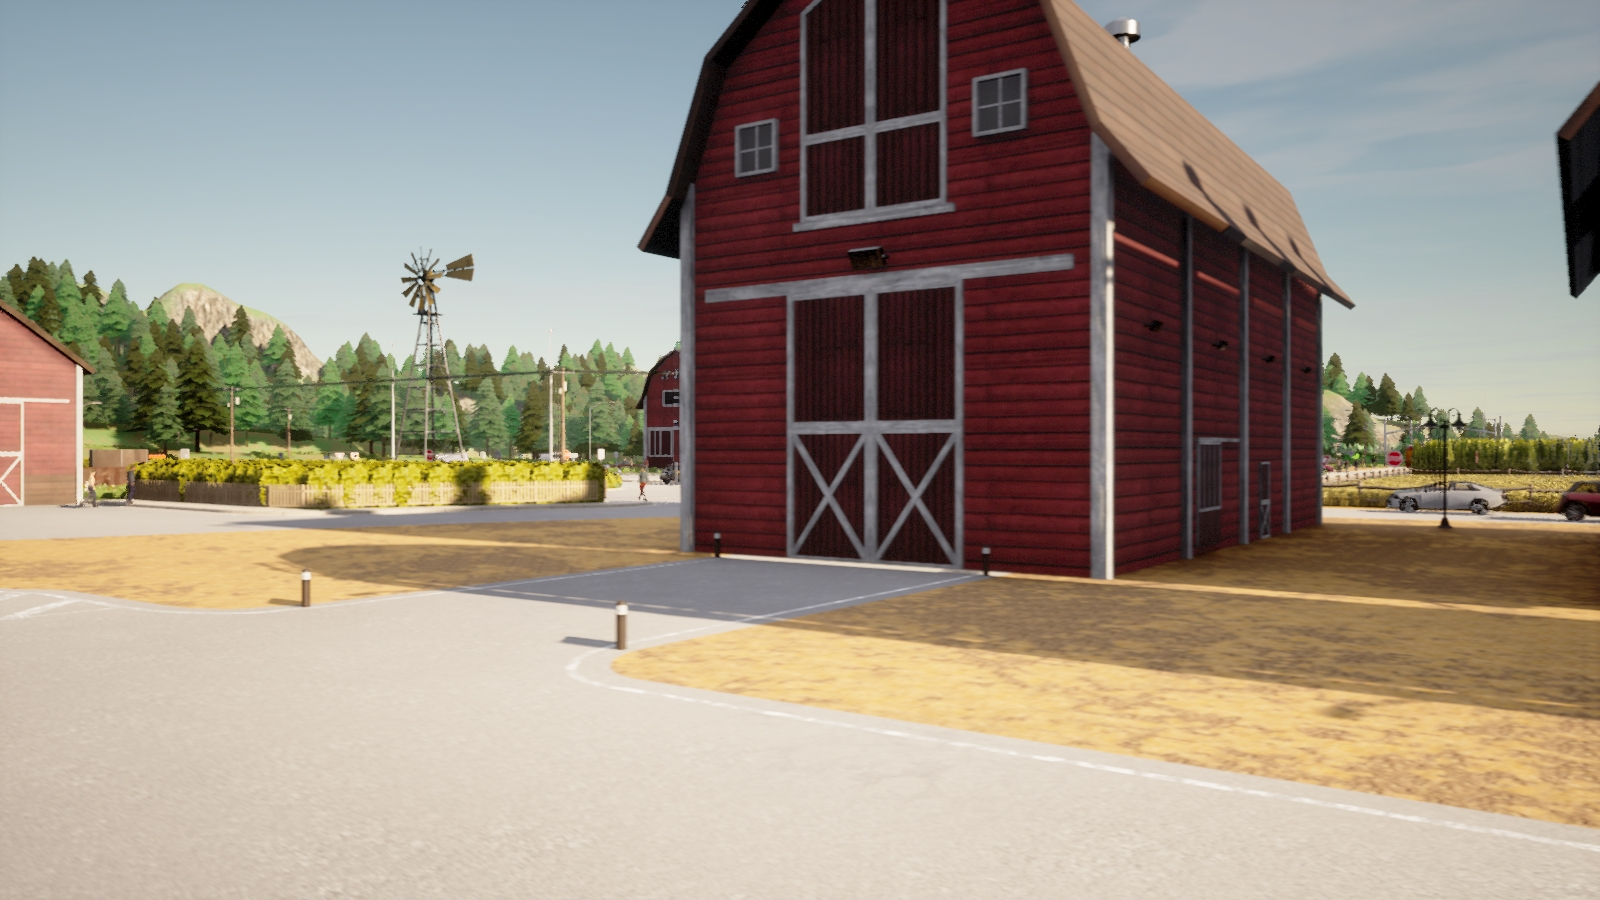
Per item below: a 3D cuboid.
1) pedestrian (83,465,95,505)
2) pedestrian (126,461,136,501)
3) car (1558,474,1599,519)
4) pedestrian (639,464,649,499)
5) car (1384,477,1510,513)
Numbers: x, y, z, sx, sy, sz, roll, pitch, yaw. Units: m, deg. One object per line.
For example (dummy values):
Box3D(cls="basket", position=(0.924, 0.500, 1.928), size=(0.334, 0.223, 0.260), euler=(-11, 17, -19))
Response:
Box3D(cls="pedestrian", position=(-32.969, 1.617, 52.996), size=(0.375, 1.860, 0.375), euler=(0, 0, 40))
Box3D(cls="pedestrian", position=(-31.707, 1.466, 54.146), size=(0.375, 1.860, 0.375), euler=(0, 0, -22))
Box3D(cls="car", position=(33.541, 1.905, 46.465), size=(4.553, 1.767, 2.097), euler=(0, 0, 34))
Box3D(cls="pedestrian", position=(-8.301, 1.671, 60.754), size=(0.375, 1.860, 0.375), euler=(0, 0, 25))
Box3D(cls="car", position=(29.860, 2.047, 52.778), size=(4.902, 1.511, 2.128), euler=(0, 0, 34))
